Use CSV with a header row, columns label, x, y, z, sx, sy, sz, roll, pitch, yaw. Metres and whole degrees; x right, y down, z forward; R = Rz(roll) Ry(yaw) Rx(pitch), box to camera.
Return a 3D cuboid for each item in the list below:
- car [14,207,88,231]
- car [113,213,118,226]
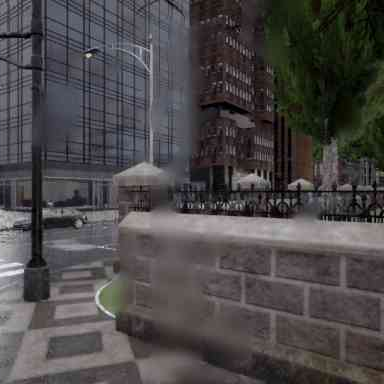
label,x,y,z,sx,sy,sz,roll,pitch,yaw
car,-8.445,1.631,20.222,2.008,1.369,4.403,0,-1,36
car,-3.206,1.462,22.924,2.097,1.767,4.553,0,0,36
